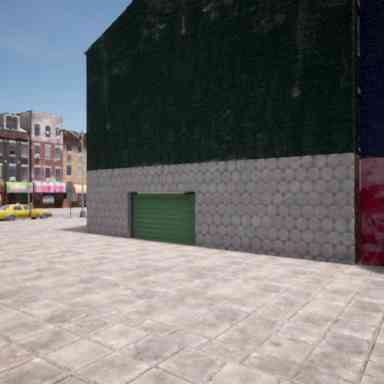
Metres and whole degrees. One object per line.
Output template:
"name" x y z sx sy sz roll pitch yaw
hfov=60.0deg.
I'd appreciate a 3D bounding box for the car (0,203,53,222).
"car" -13.532 1.572 26.402 1.752 1.417 4.829 -1 -1 36
